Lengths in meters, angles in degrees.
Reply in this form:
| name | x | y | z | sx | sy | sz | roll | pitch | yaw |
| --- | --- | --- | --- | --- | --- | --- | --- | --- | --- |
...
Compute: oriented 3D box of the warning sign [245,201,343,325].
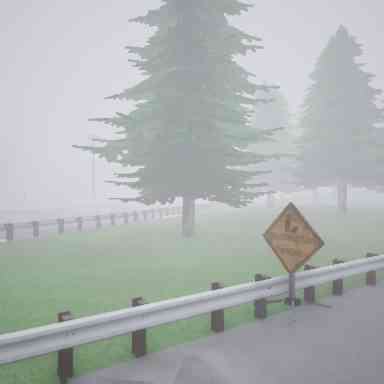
| name | x | y | z | sx | sy | sz | roll | pitch | yaw |
| --- | --- | --- | --- | --- | --- | --- | --- | --- | --- |
| warning sign | 1.791 | 1.115 | 5.935 | 1.060 | 1.860 | 1.300 | 0 | 0 | -35 |
